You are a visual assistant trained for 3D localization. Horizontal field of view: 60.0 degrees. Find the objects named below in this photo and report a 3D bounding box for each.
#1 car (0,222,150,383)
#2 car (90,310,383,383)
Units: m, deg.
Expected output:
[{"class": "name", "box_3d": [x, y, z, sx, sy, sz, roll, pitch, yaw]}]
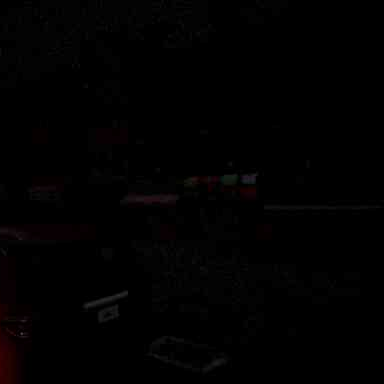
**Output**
[{"class": "car", "box_3d": [-2.809, 1.365, 4.827, 5.009, 1.841, 2.192, -1, -1, 35]}, {"class": "car", "box_3d": [1.703, 1.560, 1.607, 4.313, 1.339, 1.947, -1, -1, 35]}]
